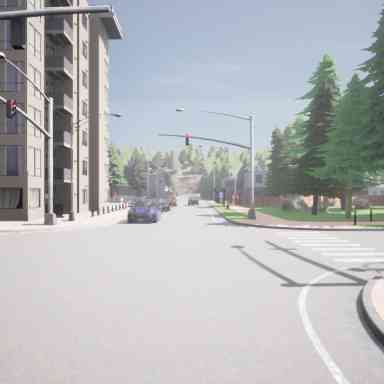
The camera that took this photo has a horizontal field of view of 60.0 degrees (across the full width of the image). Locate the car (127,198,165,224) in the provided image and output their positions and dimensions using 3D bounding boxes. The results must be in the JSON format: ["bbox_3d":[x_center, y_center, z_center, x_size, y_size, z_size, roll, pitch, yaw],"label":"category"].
[{"bbox_3d":[-3.497,1.352,24.952,2.097,1.767,4.553,0,0,0],"label":"car"}]

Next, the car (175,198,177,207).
[{"bbox_3d":[-3.370,1.352,50.816,2.097,1.767,4.553,0,0,1],"label":"car"}]

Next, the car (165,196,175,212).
[{"bbox_3d":[-3.437,1.491,38.548,2.128,1.511,4.902,0,0,0],"label":"car"}]

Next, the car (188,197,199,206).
[{"bbox_3d":[0.225,1.547,55.778,2.033,1.411,5.357,0,0,0],"label":"car"}]
